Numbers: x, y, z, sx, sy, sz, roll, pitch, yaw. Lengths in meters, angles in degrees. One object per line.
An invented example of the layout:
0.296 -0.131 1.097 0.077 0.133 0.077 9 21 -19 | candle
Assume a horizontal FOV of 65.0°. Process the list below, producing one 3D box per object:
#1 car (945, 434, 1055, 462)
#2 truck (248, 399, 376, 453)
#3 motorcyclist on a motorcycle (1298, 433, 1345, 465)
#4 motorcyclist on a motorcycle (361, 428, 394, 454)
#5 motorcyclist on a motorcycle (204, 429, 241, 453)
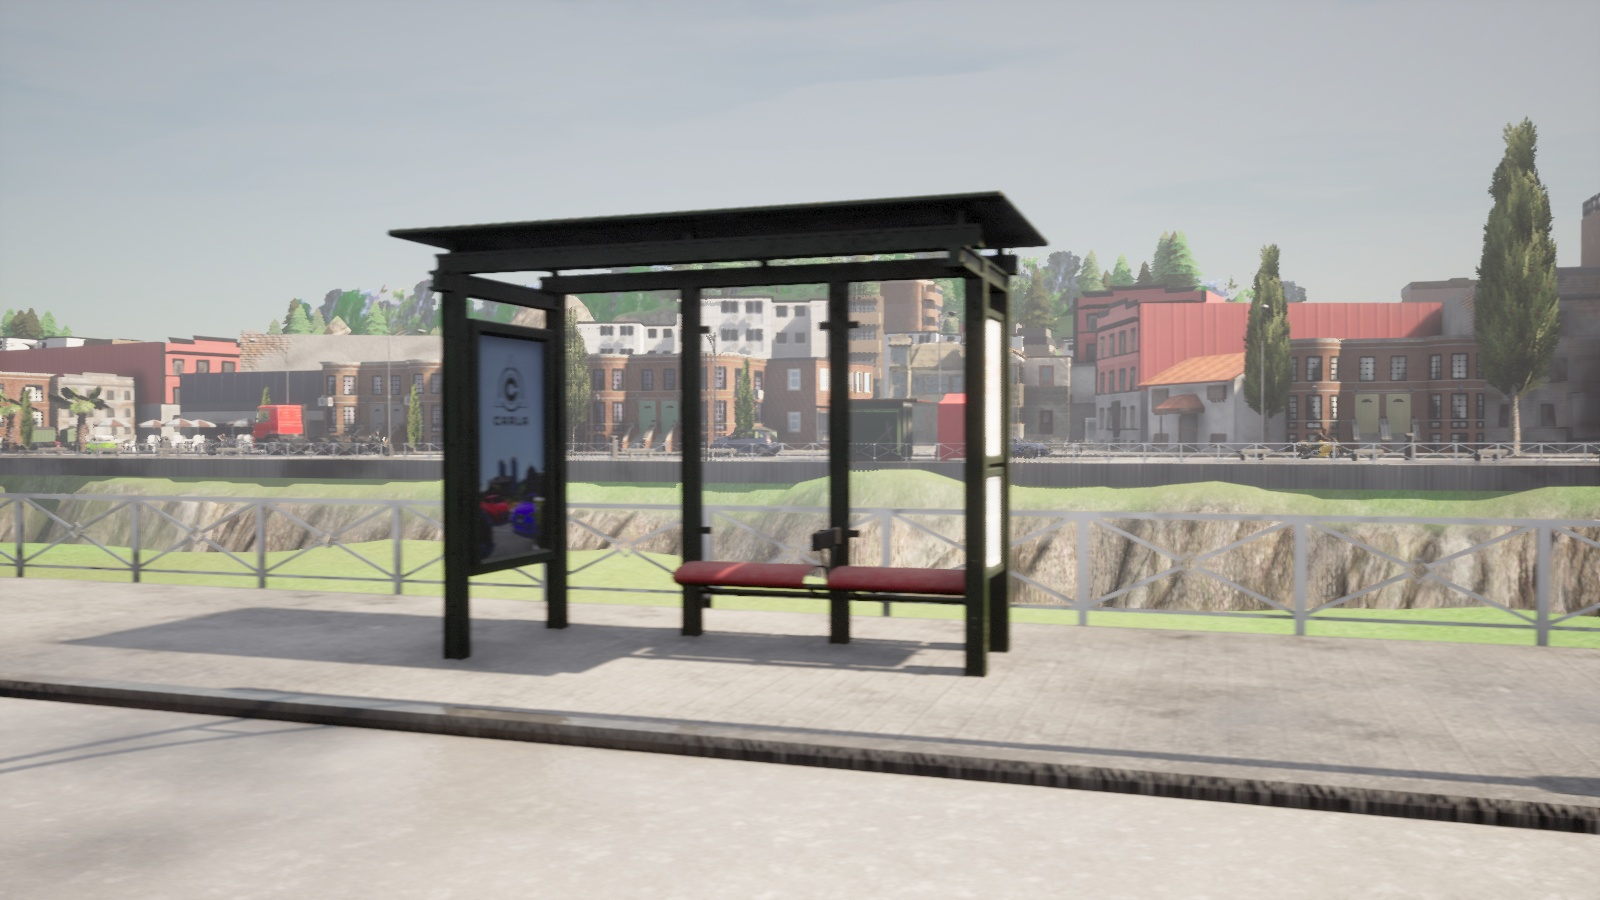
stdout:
10.419 -0.133 65.315 5.357 1.411 2.033 1 1 19 | car
-32.626 -1.623 83.986 7.936 3.462 2.891 1 1 19 | truck
25.068 -0.064 60.390 2.044 1.523 0.797 1 1 19 | motorcyclist on a motorcycle
-26.109 -0.561 77.591 1.817 1.590 0.866 1 1 19 | motorcyclist on a motorcycle
-37.452 -0.583 81.405 2.191 1.530 0.866 1 1 19 | motorcyclist on a motorcycle
